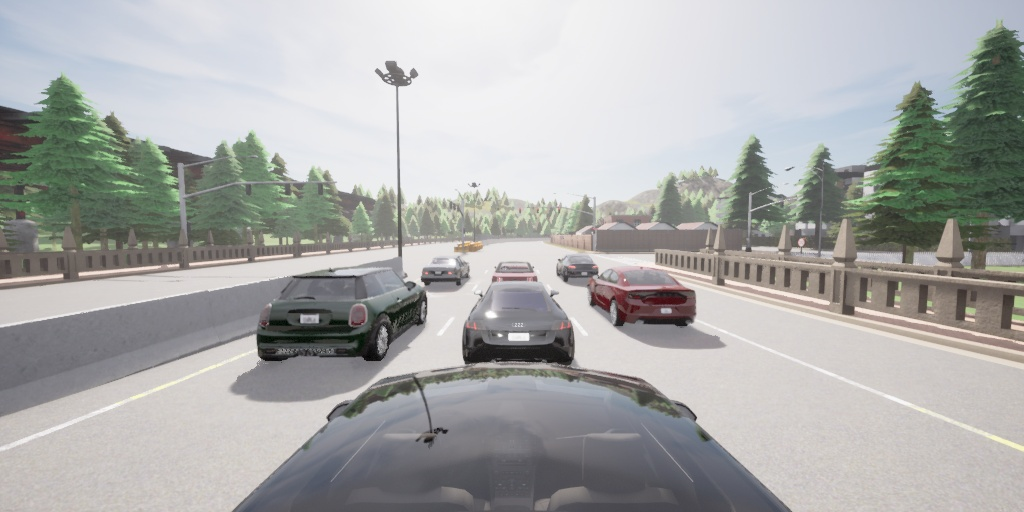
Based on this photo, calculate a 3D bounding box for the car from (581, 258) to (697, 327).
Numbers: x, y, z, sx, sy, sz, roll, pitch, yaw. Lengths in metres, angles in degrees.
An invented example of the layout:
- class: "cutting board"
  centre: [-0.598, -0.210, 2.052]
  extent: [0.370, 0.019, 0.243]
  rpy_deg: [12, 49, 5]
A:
- class: "car"
  centre: [3.606, 1.031, 10.846]
  extent: [1.882, 1.535, 5.008]
  rpy_deg: [0, 2, 0]

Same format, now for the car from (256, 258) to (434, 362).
- class: "car"
  centre: [-3.396, 1.005, 8.150]
  extent: [2.097, 1.767, 4.553]
  rpy_deg: [0, 2, 0]

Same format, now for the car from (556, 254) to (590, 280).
- class: "car"
  centre: [3.613, 0.583, 20.154]
  extent: [1.812, 1.442, 4.674]
  rpy_deg: [0, 3, 0]

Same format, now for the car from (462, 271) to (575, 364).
- class: "car"
  centre: [0.105, 1.222, 7.794]
  extent: [1.994, 1.385, 4.181]
  rpy_deg: [0, 2, 0]

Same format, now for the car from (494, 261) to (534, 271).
- class: "car"
  centre: [0.110, 0.860, 16.556]
  extent: [1.895, 1.301, 4.718]
  rpy_deg: [0, 3, 0]

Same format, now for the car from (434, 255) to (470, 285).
- class: "car"
  centre: [-3.389, 0.670, 18.973]
  extent: [2.033, 1.411, 5.357]
  rpy_deg: [0, 3, 0]
